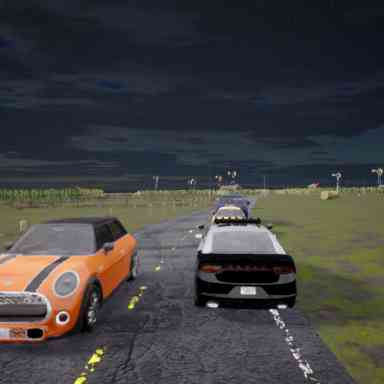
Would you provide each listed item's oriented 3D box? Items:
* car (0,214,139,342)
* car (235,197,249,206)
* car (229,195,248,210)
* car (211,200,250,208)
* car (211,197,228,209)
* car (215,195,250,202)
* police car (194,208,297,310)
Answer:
[{"bbox_3d":[-2.535,1.351,6.822,2.097,1.767,4.553,0,0,3],"label":"car"},{"bbox_3d":[8.118,1.507,53.628,1.994,1.385,4.181,0,0,12],"label":"car"},{"bbox_3d":[6.190,1.309,43.886,2.097,1.767,4.553,0,0,12],"label":"car"},{"bbox_3d":[2.048,1.444,17.952,1.801,1.575,5.366,0,0,7],"label":"car"},{"bbox_3d":[3.946,1.480,46.732,1.812,1.442,4.674,0,0,12],"label":"car"},{"bbox_3d":[2.915,1.206,23.636,2.150,2.045,5.566,0,0,10],"label":"car"},{"bbox_3d":[1.087,1.423,8.071,1.930,1.638,5.238,0,0,4],"label":"police car"}]
